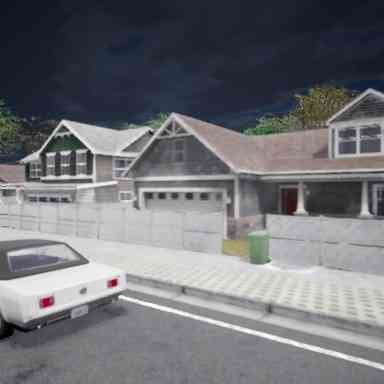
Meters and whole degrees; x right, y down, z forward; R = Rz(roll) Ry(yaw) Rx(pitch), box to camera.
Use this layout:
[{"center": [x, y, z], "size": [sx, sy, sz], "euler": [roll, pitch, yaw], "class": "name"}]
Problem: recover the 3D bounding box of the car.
[{"center": [-3.574, 1.596, 6.542], "size": [4.718, 1.301, 1.895], "euler": [0, 0, 35], "class": "car"}]
